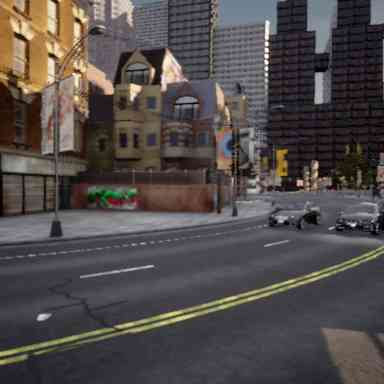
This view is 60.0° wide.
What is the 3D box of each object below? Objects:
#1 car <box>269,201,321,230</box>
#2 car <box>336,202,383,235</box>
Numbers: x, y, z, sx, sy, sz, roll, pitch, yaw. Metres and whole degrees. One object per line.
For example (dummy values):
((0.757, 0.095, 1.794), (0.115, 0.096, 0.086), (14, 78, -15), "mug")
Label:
((6.226, 1.296, 19.764), (2.128, 1.511, 4.902), (1, 1, 37), "car")
((9.179, 1.351, 17.881), (1.837, 1.490, 4.892), (1, 0, 37), "car")
